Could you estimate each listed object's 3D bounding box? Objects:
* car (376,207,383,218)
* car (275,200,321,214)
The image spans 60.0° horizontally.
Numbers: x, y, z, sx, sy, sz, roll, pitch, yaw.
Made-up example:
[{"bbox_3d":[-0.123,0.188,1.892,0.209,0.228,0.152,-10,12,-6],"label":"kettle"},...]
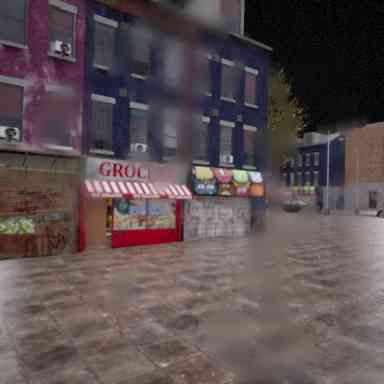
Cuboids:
[{"bbox_3d":[17.033,1.581,26.366,1.994,1.385,4.181,2,-2,-35],"label":"car"},{"bbox_3d":[11.072,1.571,34.876,1.882,1.535,5.008,2,-2,-35],"label":"car"}]
